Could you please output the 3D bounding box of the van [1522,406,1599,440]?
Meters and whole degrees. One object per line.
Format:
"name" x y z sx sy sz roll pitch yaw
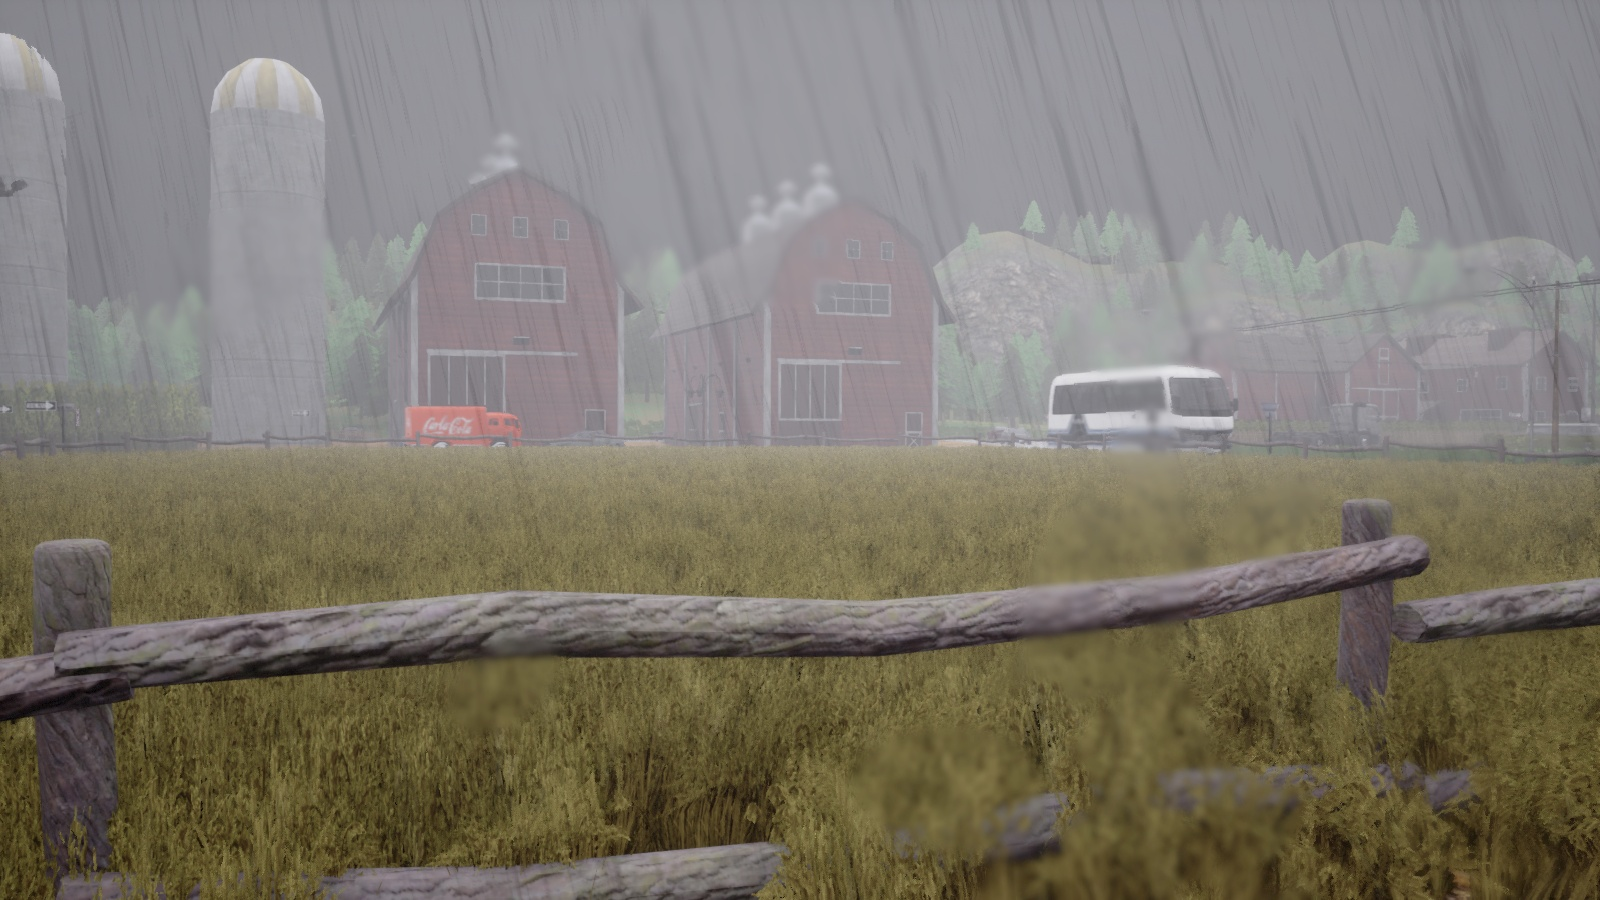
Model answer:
"van" 47.102 -1.672 77.298 4.442 1.987 1.775 0 2 36

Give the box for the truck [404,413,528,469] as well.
"truck" -15.614 -0.445 58.644 5.204 2.467 2.627 -1 1 -24

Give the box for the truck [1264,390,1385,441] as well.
"truck" 36.609 -2.417 87.672 7.936 3.462 2.891 -1 1 -21

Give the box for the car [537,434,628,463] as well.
"car" -11.160 -0.083 64.424 4.181 1.385 1.994 -1 1 -24

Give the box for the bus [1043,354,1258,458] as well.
"bus" 15.497 -1.853 56.805 3.944 4.253 10.273 -1 1 -21
